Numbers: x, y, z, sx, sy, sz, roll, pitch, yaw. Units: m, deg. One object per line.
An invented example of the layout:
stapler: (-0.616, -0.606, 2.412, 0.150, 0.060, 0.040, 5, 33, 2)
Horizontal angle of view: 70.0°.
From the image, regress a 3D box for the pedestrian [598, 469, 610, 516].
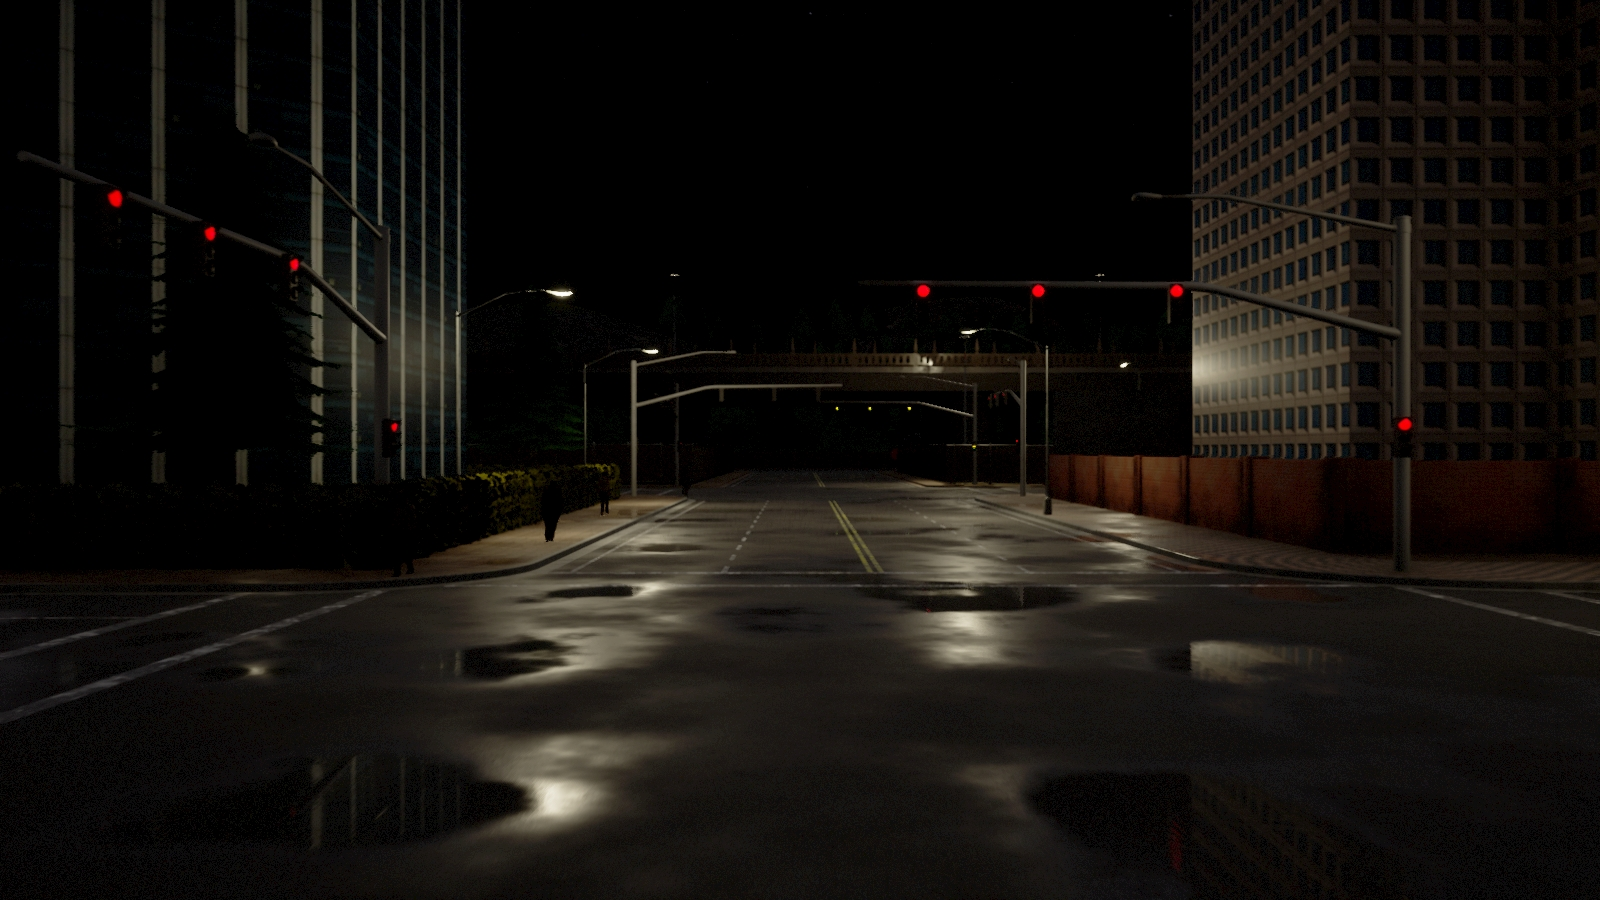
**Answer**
pedestrian: (-7.890, 1.700, 45.971, 0.375, 1.860, 0.375, 0, 0, 5)

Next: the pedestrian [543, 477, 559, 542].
pedestrian: (-7.140, 1.699, 32.760, 0.375, 1.860, 0.375, 0, 0, -1)

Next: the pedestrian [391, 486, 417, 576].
pedestrian: (-8.299, 1.697, 23.963, 0.375, 1.860, 0.375, 0, 0, 9)
